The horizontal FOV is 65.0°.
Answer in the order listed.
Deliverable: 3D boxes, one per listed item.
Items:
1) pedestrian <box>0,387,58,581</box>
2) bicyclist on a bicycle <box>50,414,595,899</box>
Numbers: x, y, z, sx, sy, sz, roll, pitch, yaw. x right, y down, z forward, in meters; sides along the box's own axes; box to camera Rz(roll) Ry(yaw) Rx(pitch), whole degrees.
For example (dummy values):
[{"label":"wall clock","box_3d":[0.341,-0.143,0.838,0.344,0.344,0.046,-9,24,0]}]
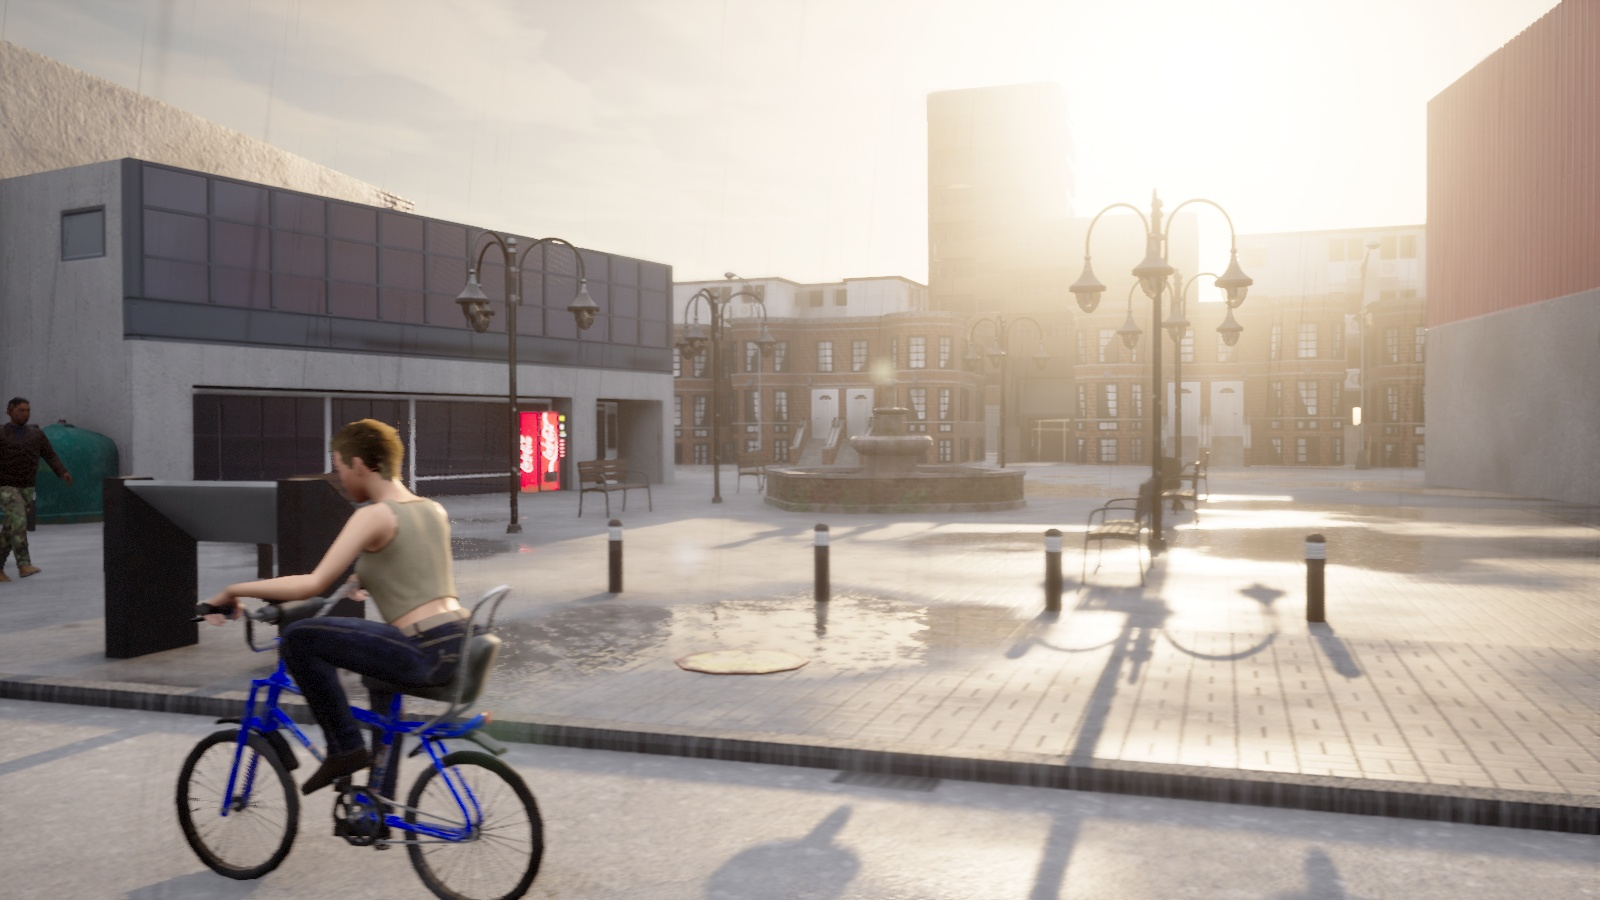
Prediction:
[{"label":"pedestrian","box_3d":[-7.678,0.317,12.290,0.703,1.840,0.431,1,1,31]},{"label":"bicyclist on a bicycle","box_3d":[-1.575,0.691,4.245,1.509,1.612,0.866,0,1,19]}]
